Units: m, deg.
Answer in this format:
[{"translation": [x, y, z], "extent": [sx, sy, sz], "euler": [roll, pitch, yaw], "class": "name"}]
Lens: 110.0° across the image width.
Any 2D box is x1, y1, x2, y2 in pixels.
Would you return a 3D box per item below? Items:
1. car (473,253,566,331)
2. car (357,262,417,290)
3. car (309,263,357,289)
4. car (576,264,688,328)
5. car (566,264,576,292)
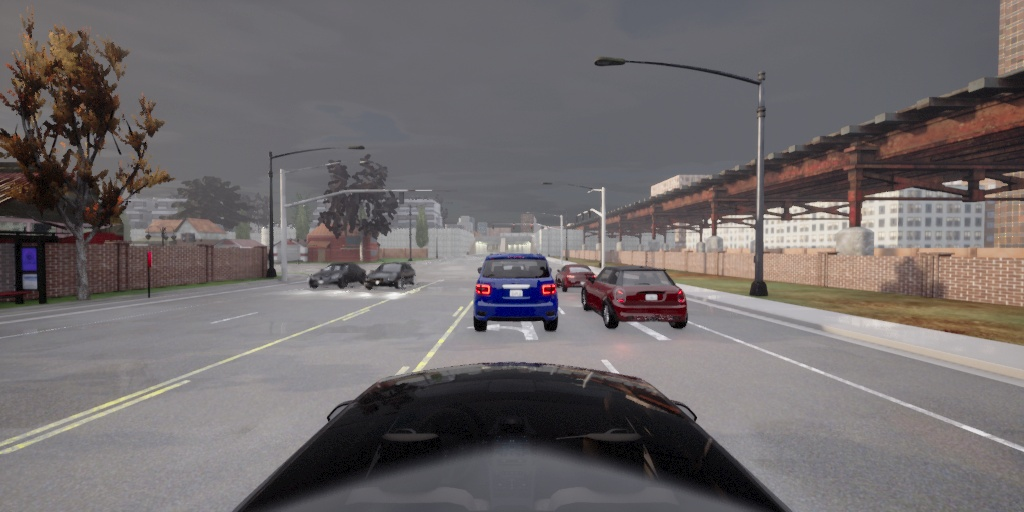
[{"translation": [0.089, 0.940, 10.992], "extent": [2.150, 2.045, 5.566], "euler": [0, 0, 0], "class": "car"}, {"translation": [-7.063, 1.147, 21.298], "extent": [1.837, 1.490, 4.892], "euler": [0, 0, 0], "class": "car"}, {"translation": [-10.556, 1.162, 22.165], "extent": [1.812, 1.442, 4.674], "euler": [0, 0, 0], "class": "car"}, {"translation": [3.589, 1.069, 11.351], "extent": [2.097, 1.767, 4.553], "euler": [0, 0, 0], "class": "car"}, {"translation": [3.578, 1.180, 20.243], "extent": [1.812, 1.442, 4.674], "euler": [0, 0, 0], "class": "car"}]
